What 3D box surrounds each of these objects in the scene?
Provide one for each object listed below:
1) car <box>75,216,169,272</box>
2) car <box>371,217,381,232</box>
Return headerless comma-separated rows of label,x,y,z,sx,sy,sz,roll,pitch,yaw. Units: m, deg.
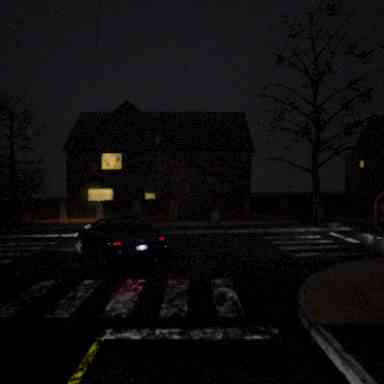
car,-2.415,1.485,10.868,1.994,1.385,4.181,-2,1,-31
car,10.324,0.940,14.411,4.553,1.767,2.097,-1,1,0
